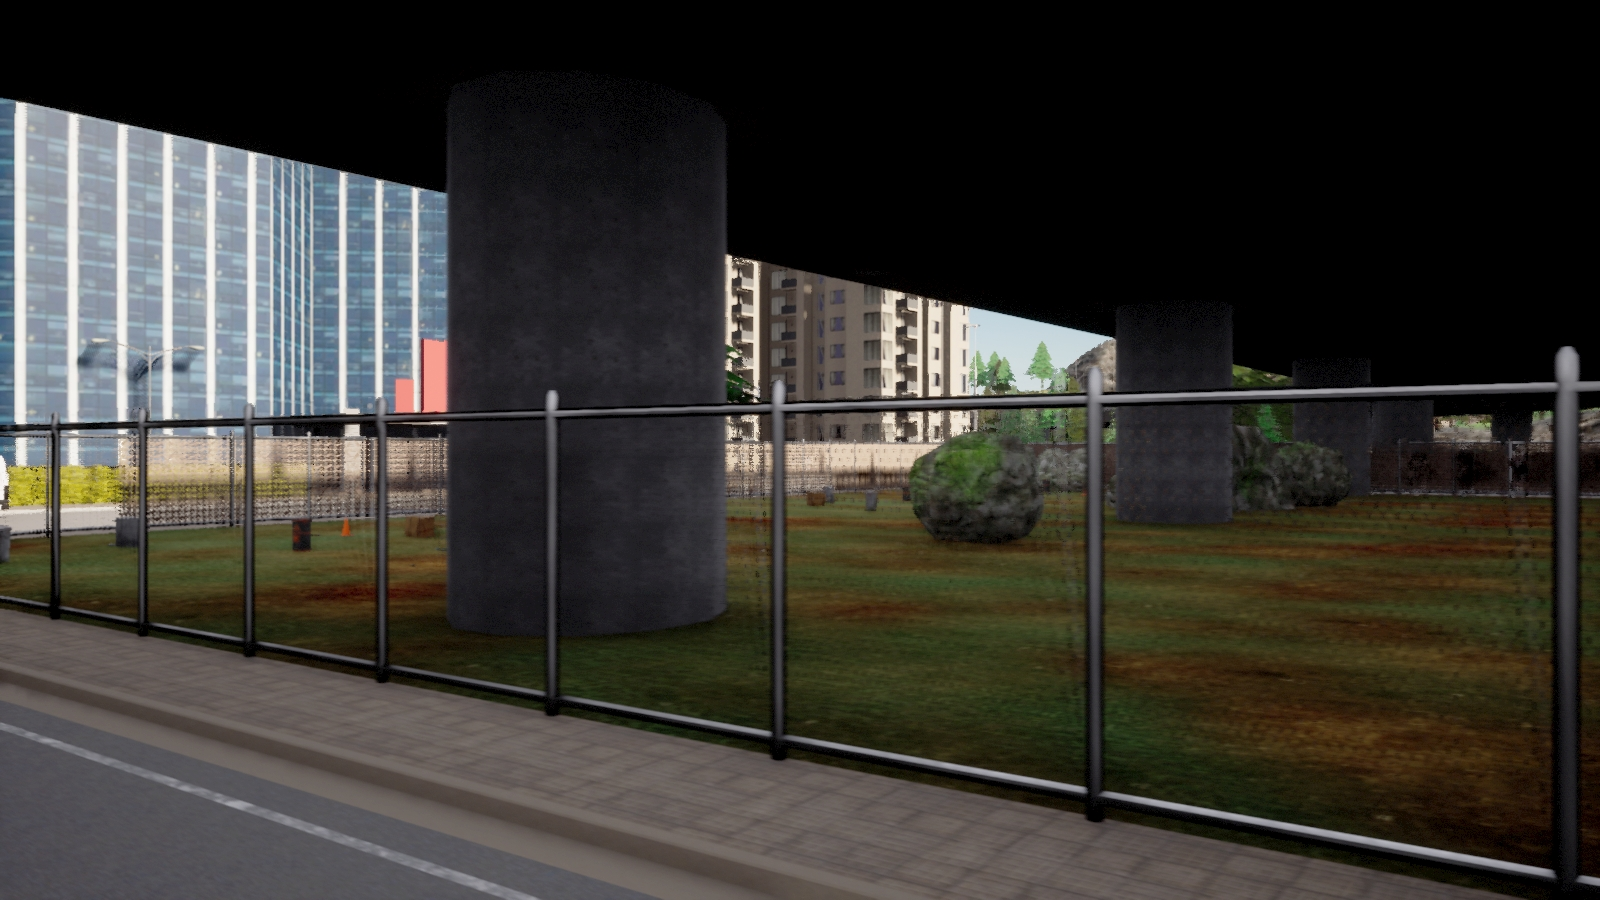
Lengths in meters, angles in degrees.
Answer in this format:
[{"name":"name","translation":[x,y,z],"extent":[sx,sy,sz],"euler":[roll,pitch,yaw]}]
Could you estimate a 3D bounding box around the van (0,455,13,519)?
[{"name":"van","translation":[-34.261,1.481,44.262],"extent":[1.988,2.561,5.915],"euler":[0,0,35]}]
